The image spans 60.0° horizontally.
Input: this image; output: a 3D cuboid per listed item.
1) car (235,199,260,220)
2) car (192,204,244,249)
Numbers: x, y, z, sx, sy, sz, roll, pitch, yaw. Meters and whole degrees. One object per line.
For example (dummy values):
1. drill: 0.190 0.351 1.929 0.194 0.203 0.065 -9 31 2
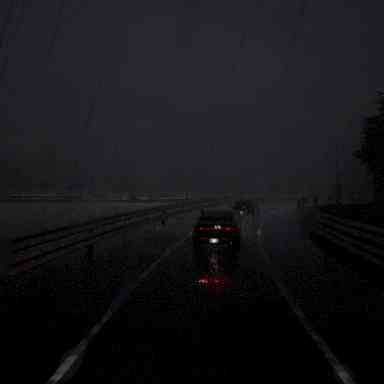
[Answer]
1. car: 4.670 1.340 28.610 1.837 1.490 4.892 -1 0 18
2. car: 1.173 1.477 14.315 1.837 1.490 4.892 0 0 9
